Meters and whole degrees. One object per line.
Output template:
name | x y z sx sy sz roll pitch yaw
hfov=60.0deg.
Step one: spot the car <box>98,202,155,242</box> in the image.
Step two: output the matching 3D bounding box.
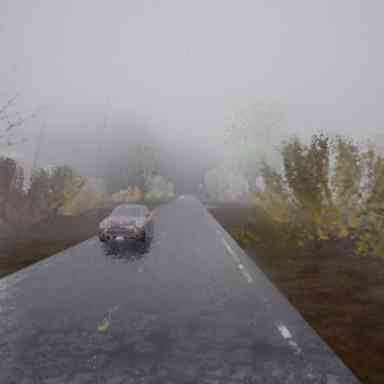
car | -3.098 1.403 16.520 2.097 1.767 4.553 0 0 0
